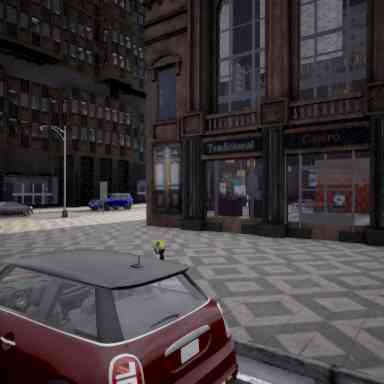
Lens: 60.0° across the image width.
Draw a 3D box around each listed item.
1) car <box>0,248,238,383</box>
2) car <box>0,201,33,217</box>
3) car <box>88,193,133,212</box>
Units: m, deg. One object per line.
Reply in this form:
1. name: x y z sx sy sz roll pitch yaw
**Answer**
1. car: -1.596 1.440 4.098 4.097 1.590 1.967 0 0 35
2. car: -16.268 1.527 29.189 1.994 1.385 4.181 0 0 35
3. car: -9.387 1.161 38.928 2.150 2.045 5.566 0 0 35
